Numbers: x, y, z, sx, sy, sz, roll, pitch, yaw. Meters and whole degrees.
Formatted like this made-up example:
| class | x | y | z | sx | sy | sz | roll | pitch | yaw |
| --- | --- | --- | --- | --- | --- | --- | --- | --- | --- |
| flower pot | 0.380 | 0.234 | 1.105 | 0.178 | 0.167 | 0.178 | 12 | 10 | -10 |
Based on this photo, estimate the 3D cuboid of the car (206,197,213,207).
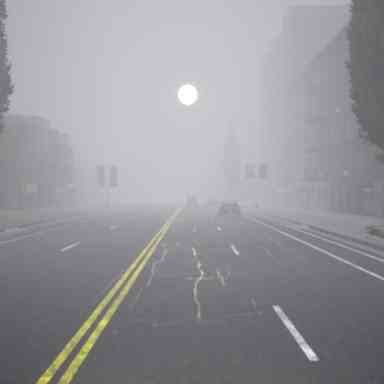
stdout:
| class | x | y | z | sx | sy | sz | roll | pitch | yaw |
| --- | --- | --- | --- | --- | --- | --- | --- | --- | --- |
| car | 3.244 | 1.576 | 52.366 | 2.128 | 1.511 | 4.902 | 0 | -1 | 0 |

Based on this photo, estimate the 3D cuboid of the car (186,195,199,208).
| class | x | y | z | sx | sy | sz | roll | pitch | yaw |
| --- | --- | --- | --- | --- | --- | --- | --- | --- | --- |
| car | 0.091 | 1.604 | 49.298 | 2.033 | 1.411 | 5.357 | 0 | 0 | 0 |

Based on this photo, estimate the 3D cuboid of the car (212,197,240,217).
| class | x | y | z | sx | sy | sz | roll | pitch | yaw |
| --- | --- | --- | --- | --- | --- | --- | --- | --- | --- |
| car | 3.319 | 1.436 | 30.824 | 2.128 | 1.511 | 4.902 | 0 | 0 | 0 |
